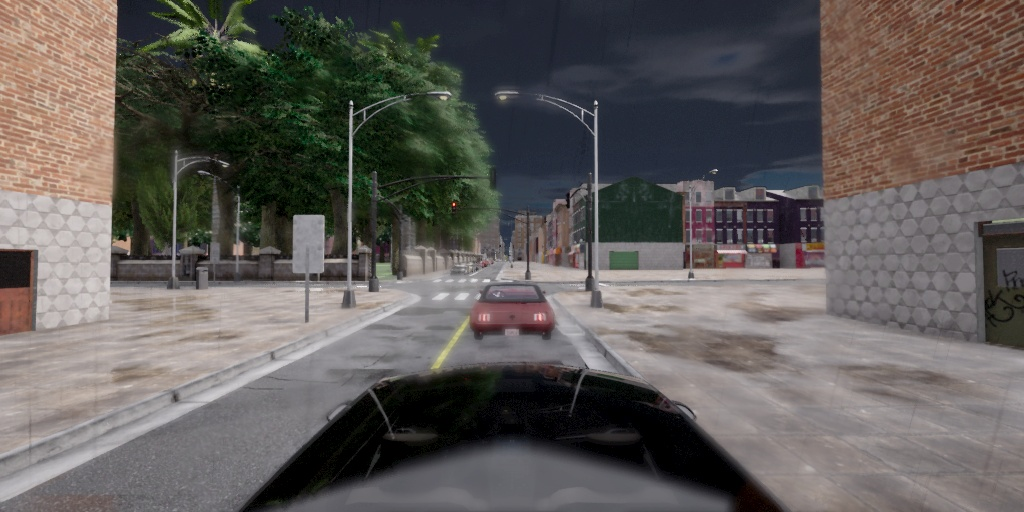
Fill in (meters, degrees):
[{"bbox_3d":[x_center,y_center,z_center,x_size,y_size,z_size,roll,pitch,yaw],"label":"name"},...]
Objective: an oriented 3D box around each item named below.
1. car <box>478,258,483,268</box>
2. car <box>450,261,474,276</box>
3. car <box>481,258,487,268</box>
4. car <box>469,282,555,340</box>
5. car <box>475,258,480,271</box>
[{"bbox_3d":[-5.635,1.373,50.985,1.948,1.339,4.313,0,0,0],"label":"car"},{"bbox_3d":[-5.553,1.334,38.400,2.007,1.370,4.403,0,0,0],"label":"car"},{"bbox_3d":[-5.730,1.419,61.884,1.802,1.307,4.207,0,0,0],"label":"car"},{"bbox_3d":[0.024,1.354,9.929,1.895,1.301,4.718,0,0,0],"label":"car"},{"bbox_3d":[-5.588,1.346,45.535,2.007,1.370,4.403,0,0,0],"label":"car"}]
